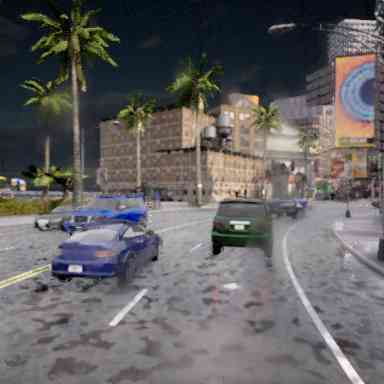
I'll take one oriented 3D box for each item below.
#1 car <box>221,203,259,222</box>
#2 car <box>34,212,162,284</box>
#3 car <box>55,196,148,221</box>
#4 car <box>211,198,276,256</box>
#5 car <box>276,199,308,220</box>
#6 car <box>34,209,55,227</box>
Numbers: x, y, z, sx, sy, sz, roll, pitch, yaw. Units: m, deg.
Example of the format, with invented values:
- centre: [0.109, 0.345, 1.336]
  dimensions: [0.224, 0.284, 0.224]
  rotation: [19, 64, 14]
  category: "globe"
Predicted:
- centre: [4.292, 1.704, 28.889]
  dimensions: [1.895, 1.301, 4.718]
  rotation: [0, 0, 27]
  category: "car"
- centre: [-2.193, 1.525, 9.568]
  dimensions: [1.812, 1.442, 4.674]
  rotation: [0, 0, 9]
  category: "car"
- centre: [-4.208, 1.217, 17.367]
  dimensions: [2.150, 2.045, 5.566]
  rotation: [0, 0, 17]
  category: "car"
- centre: [2.209, 1.273, 13.628]
  dimensions: [2.150, 2.045, 5.566]
  rotation: [0, 0, 14]
  category: "car"
- centre: [9.009, 1.657, 30.148]
  dimensions: [1.837, 1.490, 4.892]
  rotation: [0, 0, 29]
  category: "car"
- centre: [-7.089, 1.464, 19.708]
  dimensions: [2.128, 1.511, 4.902]
  rotation: [0, 0, 18]
  category: "car"
